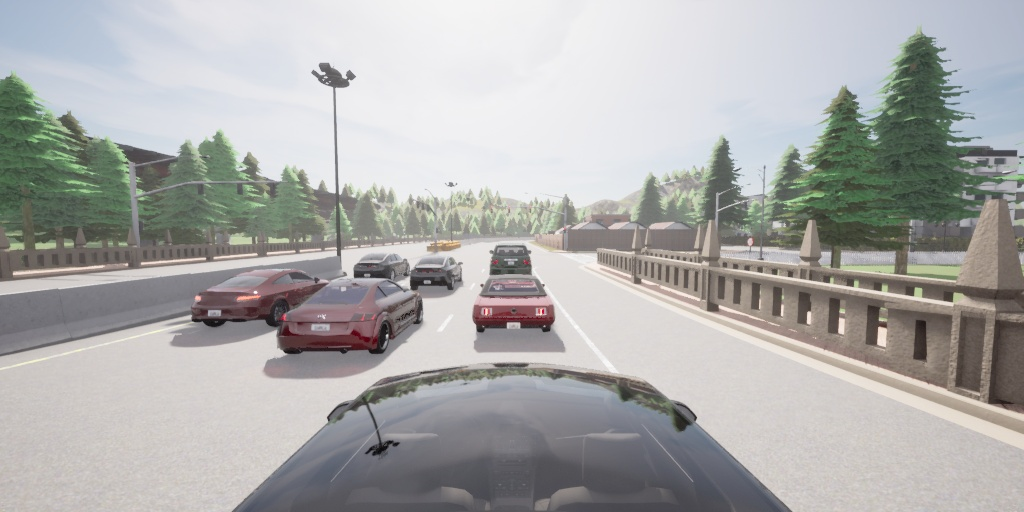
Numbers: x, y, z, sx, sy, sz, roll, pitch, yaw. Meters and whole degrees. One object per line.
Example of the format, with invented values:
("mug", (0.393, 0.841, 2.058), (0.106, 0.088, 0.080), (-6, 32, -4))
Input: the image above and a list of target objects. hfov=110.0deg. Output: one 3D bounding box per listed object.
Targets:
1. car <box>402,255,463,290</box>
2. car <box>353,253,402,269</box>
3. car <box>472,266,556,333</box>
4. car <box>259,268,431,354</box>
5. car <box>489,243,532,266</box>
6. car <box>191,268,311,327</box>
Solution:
("car", (-3.554, 0.703, 17.352), (1.837, 1.490, 4.892), (0, 3, -1))
("car", (-7.081, 0.552, 19.874), (1.837, 1.490, 4.892), (0, 3, -1))
("car", (0.021, 1.175, 10.179), (1.895, 1.301, 4.718), (0, 2, -1))
("car", (-3.466, 1.197, 8.477), (1.994, 1.385, 4.181), (0, 2, 0))
("car", (-0.079, 0.274, 19.890), (2.150, 2.045, 5.566), (0, 3, -1))
("car", (-6.985, 1.080, 10.681), (1.812, 1.442, 4.674), (0, 2, -1))
